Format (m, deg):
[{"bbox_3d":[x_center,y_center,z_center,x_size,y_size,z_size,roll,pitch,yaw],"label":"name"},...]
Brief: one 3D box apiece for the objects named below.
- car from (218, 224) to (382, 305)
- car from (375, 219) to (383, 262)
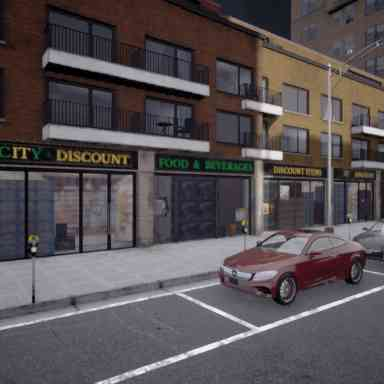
[{"bbox_3d":[2.554,1.582,8.002,4.206,1.307,1.802,0,0,-35],"label":"car"},{"bbox_3d":[7.051,1.551,11.202,4.403,1.369,2.008,0,0,-35],"label":"car"}]
